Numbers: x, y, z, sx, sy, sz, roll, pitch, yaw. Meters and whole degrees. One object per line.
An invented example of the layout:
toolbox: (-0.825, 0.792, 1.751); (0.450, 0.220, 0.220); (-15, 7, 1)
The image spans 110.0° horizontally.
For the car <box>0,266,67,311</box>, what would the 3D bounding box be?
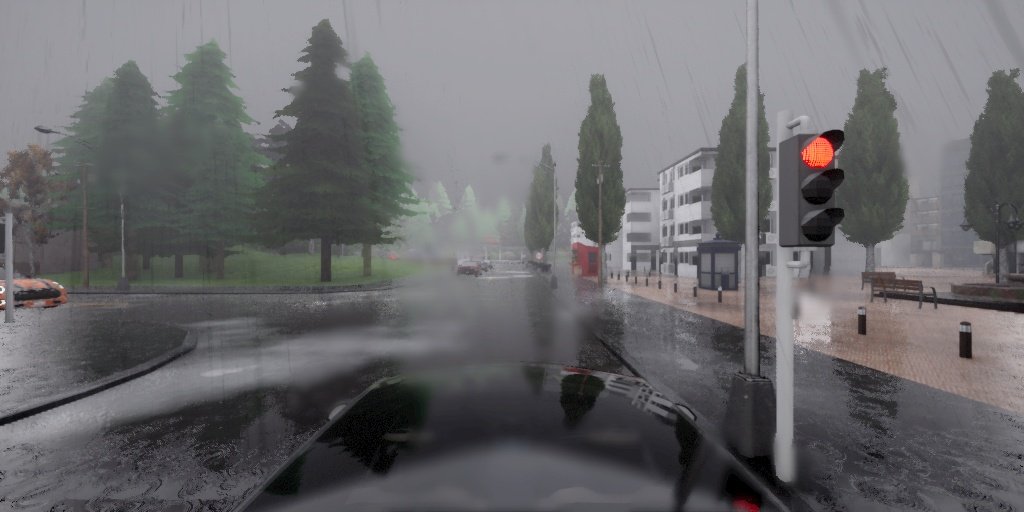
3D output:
car: (-19.000, 1.101, 12.725); (4.553, 1.767, 2.097); (0, 0, 0)

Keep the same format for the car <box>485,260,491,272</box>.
car: (-4.081, 1.314, 45.649); (1.994, 1.385, 4.181); (0, 0, 0)

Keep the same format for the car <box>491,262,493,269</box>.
car: (-4.039, 1.276, 55.776); (1.812, 1.442, 4.674); (0, 0, 0)

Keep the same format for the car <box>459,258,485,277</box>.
car: (-4.095, 1.228, 35.729); (1.882, 1.535, 5.008); (0, 0, 0)
